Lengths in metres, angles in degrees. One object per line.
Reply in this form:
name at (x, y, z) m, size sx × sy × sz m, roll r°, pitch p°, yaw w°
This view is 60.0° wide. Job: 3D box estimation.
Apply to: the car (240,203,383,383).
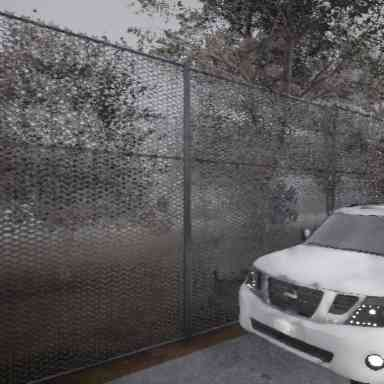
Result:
car at (3.321, 1.228, 5.489) m, size 5.566 × 2.045 × 2.150 m, roll 0°, pitch 0°, yaw -36°
